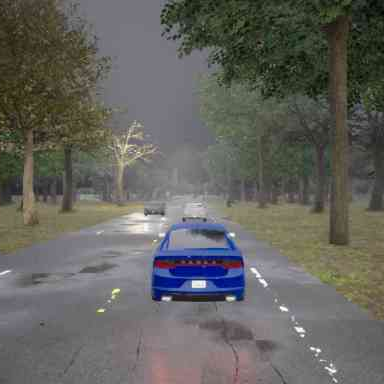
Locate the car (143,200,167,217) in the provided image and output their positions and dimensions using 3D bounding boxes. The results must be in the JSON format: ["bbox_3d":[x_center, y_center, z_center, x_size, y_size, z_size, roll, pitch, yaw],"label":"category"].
[{"bbox_3d":[-3.495,1.579,32.214,1.837,1.490,4.892,0,0,0],"label":"car"}]

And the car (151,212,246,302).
[{"bbox_3d":[0.129,1.485,8.366,1.882,1.535,5.008,0,0,0],"label":"car"}]

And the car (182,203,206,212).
[{"bbox_3d":[0.187,1.580,26.879,1.812,1.442,4.674,0,0,0],"label":"car"}]
